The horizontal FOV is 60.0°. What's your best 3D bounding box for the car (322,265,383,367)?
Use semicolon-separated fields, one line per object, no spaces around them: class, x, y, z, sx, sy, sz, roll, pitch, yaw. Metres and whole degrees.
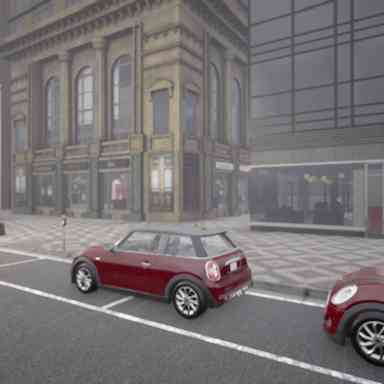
car;3.910;1.442;4.355;4.097;1.590;1.967;0;0;33

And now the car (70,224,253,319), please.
car;-0.836;1.447;7.399;4.097;1.590;1.967;0;0;33
